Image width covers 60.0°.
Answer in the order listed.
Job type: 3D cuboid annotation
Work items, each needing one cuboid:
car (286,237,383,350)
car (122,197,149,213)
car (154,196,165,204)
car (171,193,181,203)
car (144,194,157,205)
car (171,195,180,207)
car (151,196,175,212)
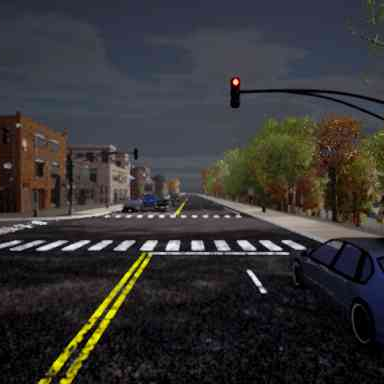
[{"bbox_3d":[3.353,1.557,6.186,2.033,1.411,5.357,0,0,0],"label":"car"},{"bbox_3d":[-6.606,1.601,37.991,2.033,1.411,5.357,0,0,0],"label":"car"},{"bbox_3d":[-6.588,1.626,68.494,1.812,1.442,4.674,0,0,0],"label":"car"},{"bbox_3d":[-3.347,1.319,66.850,2.150,2.045,5.566,0,0,0],"label":"car"},{"bbox_3d":[-6.620,1.301,52.918,2.150,2.045,5.566,0,0,0],"label":"car"},{"bbox_3d":[-3.376,1.638,51.866,1.994,1.385,4.181,0,0,0],"label":"car"},{"bbox_3d":[-3.353,1.560,39.289,1.837,1.490,4.892,0,0,0],"label":"car"}]
